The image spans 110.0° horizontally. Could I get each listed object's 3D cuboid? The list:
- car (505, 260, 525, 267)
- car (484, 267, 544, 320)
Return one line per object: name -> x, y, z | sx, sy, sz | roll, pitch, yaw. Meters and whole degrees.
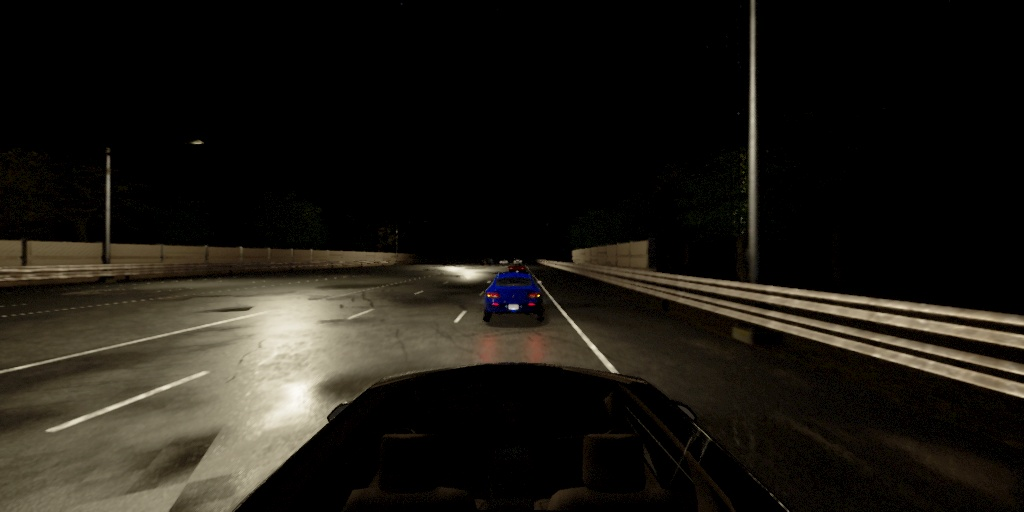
car -> 0.551, 1.407, 41.201 | 1.895, 1.301, 4.718 | 0, 0, 1
car -> 0.068, 1.271, 12.396 | 1.812, 1.442, 4.674 | 0, 0, 1
